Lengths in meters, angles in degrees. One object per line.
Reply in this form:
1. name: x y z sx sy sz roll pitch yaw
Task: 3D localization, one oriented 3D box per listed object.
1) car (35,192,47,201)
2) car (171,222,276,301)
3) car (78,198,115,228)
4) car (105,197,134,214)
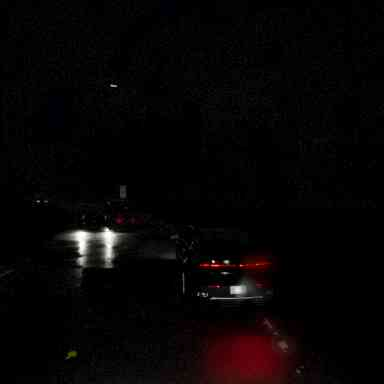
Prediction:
1. car: -34.055 0.927 74.908 2.150 2.045 5.566 1 -1 -31
2. car: 0.580 1.506 8.379 1.837 1.490 4.892 0 0 -6
3. car: -6.322 1.422 21.816 1.882 1.535 5.008 1 0 -16
4. car: -7.471 1.382 34.822 1.882 1.535 5.008 1 0 -24
